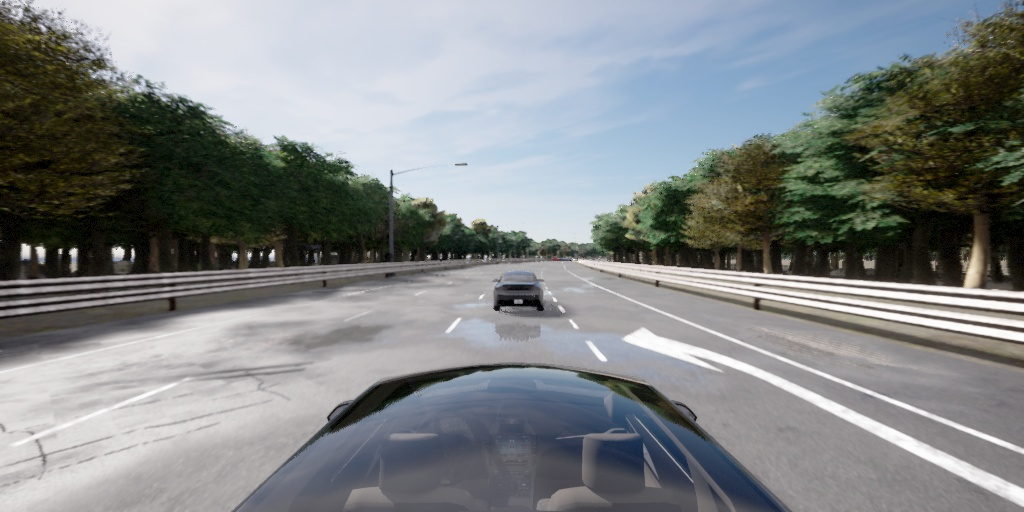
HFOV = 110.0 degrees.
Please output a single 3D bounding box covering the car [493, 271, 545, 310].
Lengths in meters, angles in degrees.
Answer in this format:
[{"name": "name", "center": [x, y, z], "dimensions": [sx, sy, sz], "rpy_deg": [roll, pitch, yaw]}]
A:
[{"name": "car", "center": [0.282, 1.350, 14.808], "dimensions": [1.837, 1.490, 4.892], "rpy_deg": [0, -1, 1]}]
